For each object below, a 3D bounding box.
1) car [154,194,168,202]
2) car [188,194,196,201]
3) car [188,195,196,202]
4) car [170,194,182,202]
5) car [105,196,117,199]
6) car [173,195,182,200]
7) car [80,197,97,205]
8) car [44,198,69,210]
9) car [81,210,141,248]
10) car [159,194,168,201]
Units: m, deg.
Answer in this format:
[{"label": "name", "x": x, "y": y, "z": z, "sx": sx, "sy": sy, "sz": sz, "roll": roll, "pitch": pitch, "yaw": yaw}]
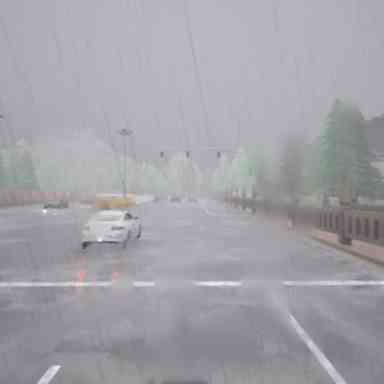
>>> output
[{"label": "car", "x": -7.002, "y": 1.296, "z": 71.437, "sx": 2.097, "sy": 1.767, "sz": 4.553, "roll": 0, "pitch": 0, "yaw": 0}, {"label": "car", "x": -0.003, "y": 1.314, "z": 81.471, "sx": 2.033, "sy": 1.411, "sz": 5.357, "roll": 0, "pitch": 0, "yaw": 0}, {"label": "car", "x": -0.002, "y": 1.480, "z": 71.051, "sx": 2.033, "sy": 1.411, "sz": 5.357, "roll": 0, "pitch": 0, "yaw": 0}, {"label": "car", "x": -3.502, "y": 1.295, "z": 71.404, "sx": 2.097, "sy": 1.767, "sz": 4.553, "roll": 0, "pitch": 0, "yaw": 0}, {"label": "car", "x": -17.502, "y": 1.482, "z": 72.198, "sx": 2.033, "sy": 1.411, "sz": 5.357, "roll": 0, "pitch": 0, "yaw": 0}, {"label": "car", "x": -3.503, "y": 1.326, "z": 81.471, "sx": 1.994, "sy": 1.385, "sz": 4.181, "roll": 0, "pitch": 0, "yaw": 0}, {"label": "car", "x": -17.551, "y": 1.560, "z": 56.806, "sx": 1.895, "sy": 1.301, "sz": 4.718, "roll": 0, "pitch": 0, "yaw": 1}, {"label": "car", "x": -17.583, "y": 1.532, "z": 43.239, "sx": 1.994, "sy": 1.385, "sz": 4.181, "roll": 0, "pitch": 0, "yaw": 0}, {"label": "car", "x": -3.410, "y": 1.515, "z": 14.581, "sx": 1.812, "sy": 1.442, "sz": 4.674, "roll": 0, "pitch": 0, "yaw": 0}, {"label": "car", "x": -7.003, "y": 1.274, "z": 81.471, "sx": 1.837, "sy": 1.490, "sz": 4.892, "roll": 0, "pitch": 0, "yaw": 0}]
